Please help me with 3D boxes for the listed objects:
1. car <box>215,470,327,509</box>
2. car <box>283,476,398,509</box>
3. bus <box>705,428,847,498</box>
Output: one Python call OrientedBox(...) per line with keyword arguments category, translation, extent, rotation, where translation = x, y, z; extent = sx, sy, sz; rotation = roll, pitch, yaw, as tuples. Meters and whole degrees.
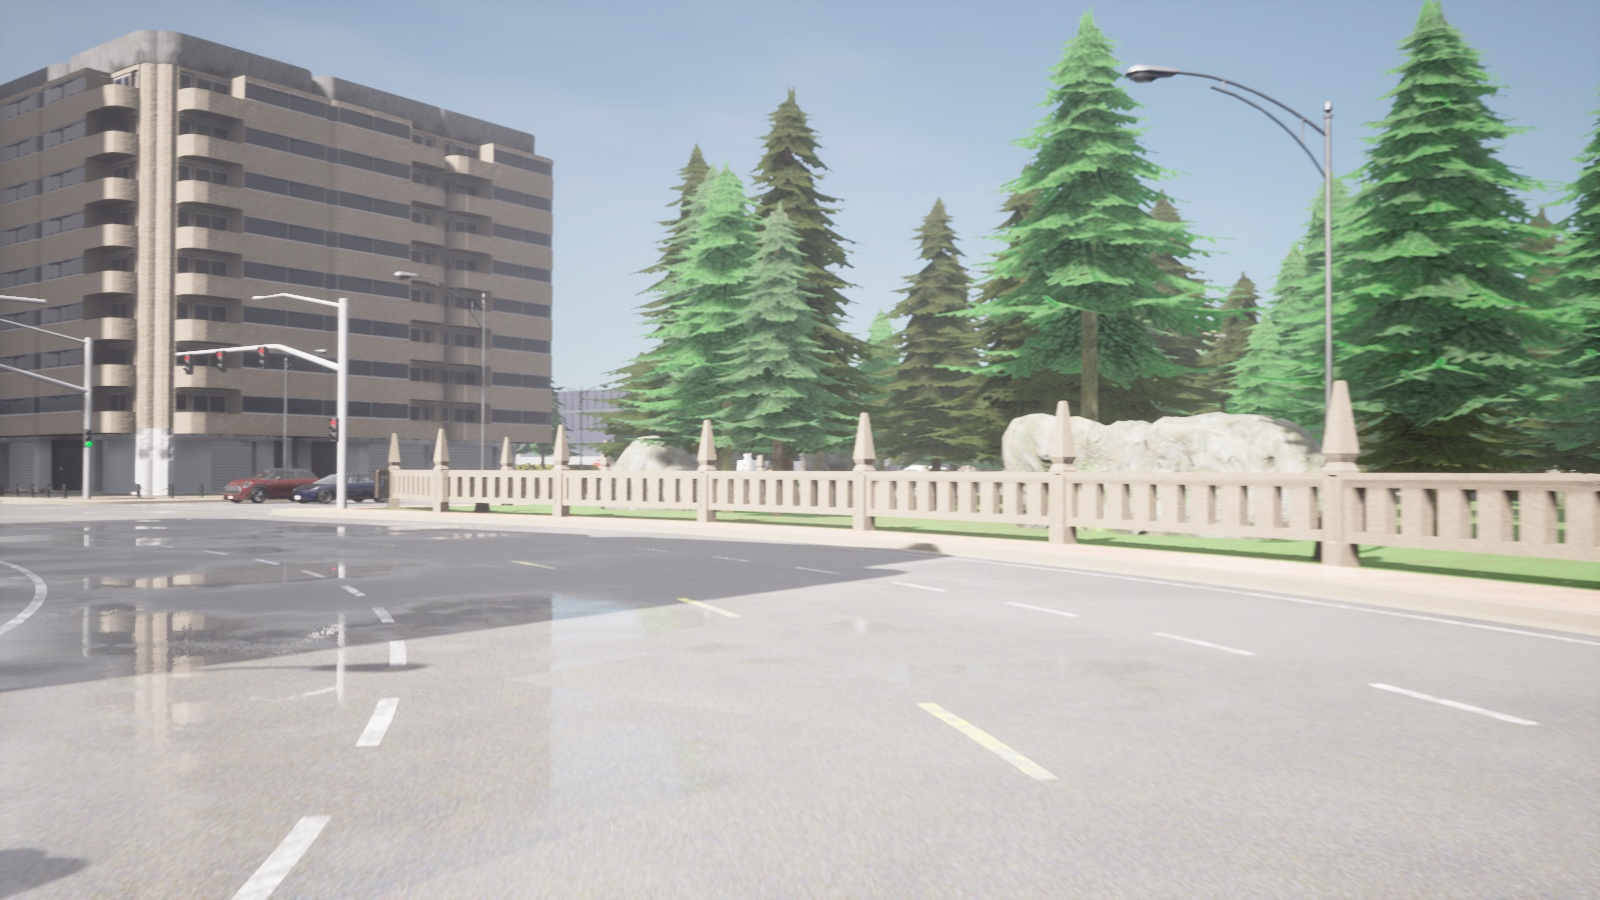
OrientedBox(category="car", translation=(-25.541, 1.875, 60.759), extent=(2.097, 1.767, 4.553), rotation=(-1, -1, 36))
OrientedBox(category="car", translation=(-21.849, 1.982, 59.898), extent=(2.163, 1.488, 4.792), rotation=(-1, -1, 36))
OrientedBox(category="bus", translation=(-1.406, 0.882, 82.467), extent=(3.944, 4.253, 10.273), rotation=(-1, -1, 36))
